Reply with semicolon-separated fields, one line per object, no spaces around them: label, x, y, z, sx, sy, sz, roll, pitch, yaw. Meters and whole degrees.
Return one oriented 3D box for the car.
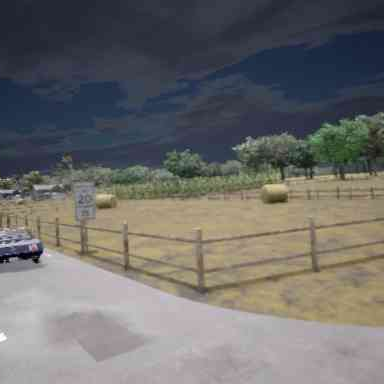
car;-7.232;2.057;12.974;1.895;1.301;4.718;-3;0;-35
